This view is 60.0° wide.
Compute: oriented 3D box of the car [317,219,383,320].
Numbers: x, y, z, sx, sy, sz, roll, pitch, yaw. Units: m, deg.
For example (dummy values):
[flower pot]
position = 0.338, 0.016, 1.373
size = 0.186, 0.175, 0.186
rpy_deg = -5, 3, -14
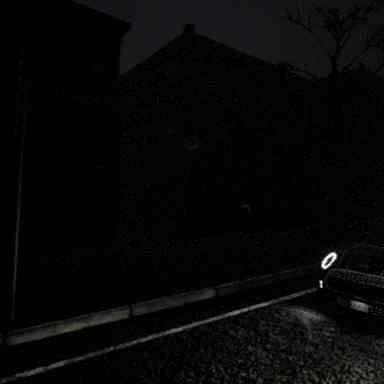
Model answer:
[car]
position = 4.626, 1.307, 6.859
size = 4.553, 1.767, 2.097
rpy_deg = 0, 0, -35
